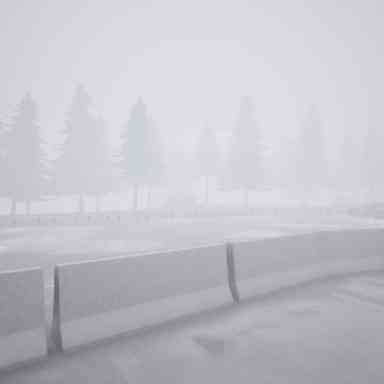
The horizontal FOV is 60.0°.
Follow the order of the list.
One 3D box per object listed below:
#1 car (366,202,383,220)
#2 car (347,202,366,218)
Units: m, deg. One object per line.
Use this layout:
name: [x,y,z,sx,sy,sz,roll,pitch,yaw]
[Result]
car: [16.461,1.564,26.330,4.181,1.385,1.994,0,0,-15]
car: [16.104,1.564,29.857,4.181,1.385,1.994,0,0,-15]
